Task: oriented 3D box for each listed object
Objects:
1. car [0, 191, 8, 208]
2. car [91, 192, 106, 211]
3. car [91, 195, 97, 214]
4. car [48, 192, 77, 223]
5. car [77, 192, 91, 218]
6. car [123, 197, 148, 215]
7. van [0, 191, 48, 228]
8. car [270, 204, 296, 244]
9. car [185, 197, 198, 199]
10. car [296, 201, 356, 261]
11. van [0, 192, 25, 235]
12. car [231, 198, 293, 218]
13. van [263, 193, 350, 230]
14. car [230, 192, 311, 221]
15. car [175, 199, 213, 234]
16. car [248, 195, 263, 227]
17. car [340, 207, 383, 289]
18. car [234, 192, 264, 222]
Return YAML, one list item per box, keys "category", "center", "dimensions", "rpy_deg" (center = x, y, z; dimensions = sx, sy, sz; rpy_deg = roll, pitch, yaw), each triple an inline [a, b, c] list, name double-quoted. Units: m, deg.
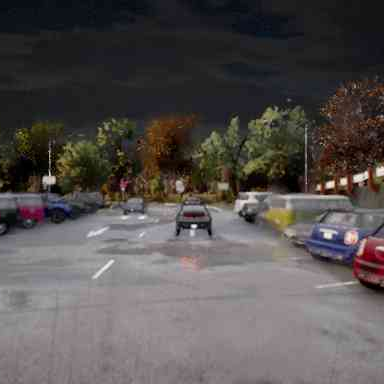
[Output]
- category: "car"
  center: [-26.693, 0.935, 44.844]
  dimensions: [2.435, 2.045, 5.566]
  rpy_deg: [0, 1, -19]
- category: "car"
  center: [-11.032, 1.025, 31.480]
  dimensions: [5.566, 2.045, 2.435]
  rpy_deg: [-1, 1, -20]
- category: "car"
  center: [-10.990, 1.325, 28.564]
  dimensions: [4.792, 1.488, 2.163]
  rpy_deg: [-1, 0, -20]
- category: "car"
  center: [-10.986, 1.084, 22.637]
  dimensions: [5.566, 2.045, 2.435]
  rpy_deg: [-1, 0, -20]
- category: "car"
  center: [-10.985, 1.064, 25.596]
  dimensions: [5.566, 2.045, 2.435]
  rpy_deg: [-1, 0, -20]
- category: "car"
  center: [-5.170, 1.298, 30.943]
  dimensions: [1.837, 1.490, 4.892]
  rpy_deg: [0, 0, -1]
- category: "van"
  center: [-11.117, 1.132, 19.619]
  dimensions: [4.442, 1.987, 1.878]
  rpy_deg: [-1, 1, -20]
- category: "car"
  center: [5.950, 1.401, 13.321]
  dimensions: [4.892, 1.521, 2.231]
  rpy_deg: [1, 1, -20]
- category: "car"
  center: [-0.096, 1.249, 36.300]
  dimensions: [2.128, 1.511, 4.902]
  rpy_deg: [0, 0, -3]
- category: "car"
  center: [5.907, 1.293, 10.300]
  dimensions: [4.553, 1.767, 2.185]
  rpy_deg: [1, 0, -20]
- category: "van"
  center: [-11.117, 1.152, 16.660]
  dimensions: [4.442, 1.987, 1.878]
  rpy_deg: [-1, 1, -20]
- category: "car"
  center: [5.957, 1.327, 28.454]
  dimensions: [4.792, 1.488, 2.163]
  rpy_deg: [1, 0, -20]
- category: "van"
  center: [6.053, 1.155, 16.387]
  dimensions: [4.442, 1.987, 1.878]
  rpy_deg: [1, 0, -20]
- category: "car"
  center: [5.963, 1.067, 25.428]
  dimensions: [5.566, 2.045, 2.435]
  rpy_deg: [1, 0, -20]
- category: "car"
  center: [0.096, 1.383, 18.457]
  dimensions: [1.837, 1.490, 4.892]
  rpy_deg: [0, 0, 0]
- category: "car"
  center: [5.976, 1.234, 19.371]
  dimensions: [4.553, 1.767, 2.185]
  rpy_deg: [1, 1, -20]
- category: "car"
  center: [5.916, 1.313, 7.271]
  dimensions: [4.553, 1.767, 2.185]
  rpy_deg: [1, 0, -20]
- category: "car"
  center: [5.923, 1.087, 22.368]
  dimensions: [5.566, 2.045, 2.435]
  rpy_deg: [1, 1, -20]
